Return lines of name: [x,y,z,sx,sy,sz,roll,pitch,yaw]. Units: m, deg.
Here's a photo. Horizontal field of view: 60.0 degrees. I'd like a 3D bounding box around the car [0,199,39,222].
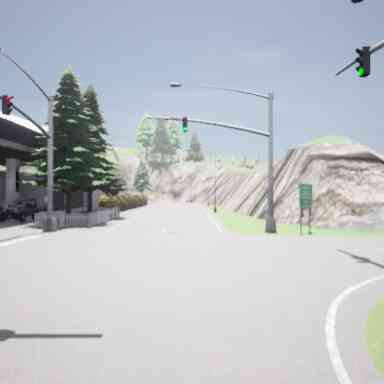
car: [-14.501,1.501,28.130,1.905,1.878,3.866,0,0,-1]
